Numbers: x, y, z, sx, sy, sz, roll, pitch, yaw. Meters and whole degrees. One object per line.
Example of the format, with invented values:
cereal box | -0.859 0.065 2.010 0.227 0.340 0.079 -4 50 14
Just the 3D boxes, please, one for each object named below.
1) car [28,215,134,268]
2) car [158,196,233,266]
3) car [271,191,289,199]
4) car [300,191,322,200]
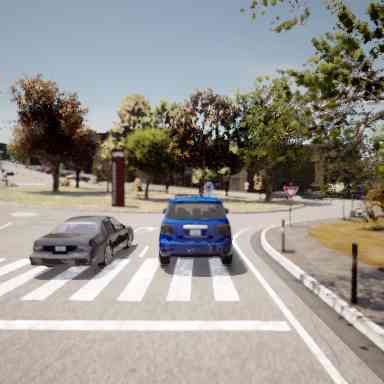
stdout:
car | -3.315 1.488 11.080 2.033 1.411 5.357 0 0 2
car | 0.136 1.158 11.522 2.150 2.045 5.566 0 0 1
car | 16.037 0.538 61.204 2.033 1.411 5.357 -1 2 -23
car | 20.633 0.602 57.515 2.128 1.511 4.902 0 2 -15
